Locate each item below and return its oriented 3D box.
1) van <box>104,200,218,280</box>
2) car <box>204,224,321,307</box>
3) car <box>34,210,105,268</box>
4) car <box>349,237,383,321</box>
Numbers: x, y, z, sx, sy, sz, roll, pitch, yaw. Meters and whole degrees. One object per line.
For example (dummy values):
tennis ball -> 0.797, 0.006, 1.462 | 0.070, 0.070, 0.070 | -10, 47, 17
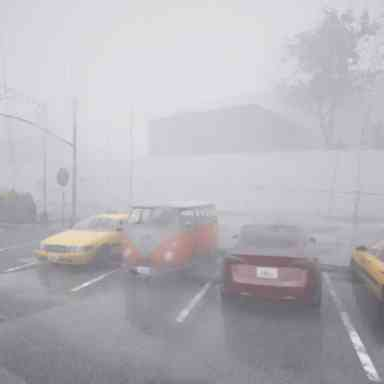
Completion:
van -> -0.502, 1.221, 9.720 | 1.878, 1.987, 4.442 | 1, 0, 16
car -> 1.953, 1.499, 8.125 | 2.163, 1.488, 4.792 | 0, 0, 16
car -> -2.948, 1.422, 11.389 | 1.946, 1.575, 5.366 | 1, 0, 16
car -> 4.422, 1.489, 6.540 | 1.946, 1.575, 5.366 | 0, -1, 16
